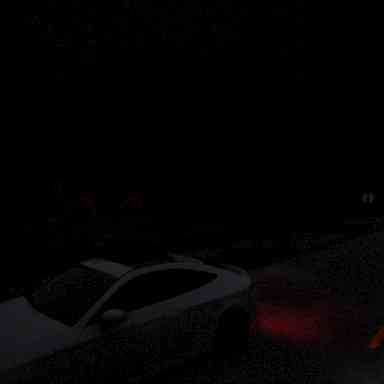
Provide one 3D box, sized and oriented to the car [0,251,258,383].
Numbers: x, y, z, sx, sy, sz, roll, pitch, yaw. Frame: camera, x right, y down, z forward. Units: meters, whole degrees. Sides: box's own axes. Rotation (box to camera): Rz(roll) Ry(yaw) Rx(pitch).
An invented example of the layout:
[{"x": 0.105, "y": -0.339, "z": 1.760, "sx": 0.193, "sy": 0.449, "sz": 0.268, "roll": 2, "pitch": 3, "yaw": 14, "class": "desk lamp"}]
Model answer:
[{"x": -0.984, "y": 1.590, "z": 4.354, "sx": 4.674, "sy": 1.442, "sz": 1.812, "roll": 0, "pitch": -1, "yaw": -43, "class": "car"}]
